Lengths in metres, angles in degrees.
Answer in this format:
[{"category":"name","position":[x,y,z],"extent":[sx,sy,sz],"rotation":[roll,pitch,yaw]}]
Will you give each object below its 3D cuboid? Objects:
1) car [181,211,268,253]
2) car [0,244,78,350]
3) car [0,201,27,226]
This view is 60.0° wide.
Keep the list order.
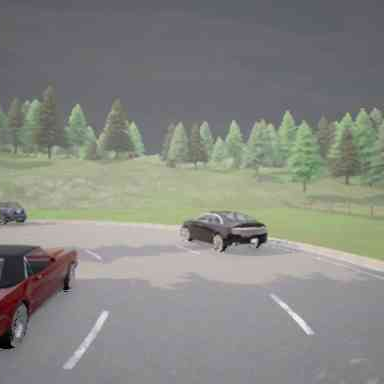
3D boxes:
[{"category":"car","position":[1.168,1.557,14.242],"extent":[2.128,1.511,4.902],"rotation":[1,0,-27]},{"category":"car","position":[-3.546,1.624,6.127],"extent":[1.895,1.301,4.718],"rotation":[0,0,-5]},{"category":"car","position":[-14.506,1.440,24.045],"extent":[4.553,1.767,2.097],"rotation":[0,0,7]}]
